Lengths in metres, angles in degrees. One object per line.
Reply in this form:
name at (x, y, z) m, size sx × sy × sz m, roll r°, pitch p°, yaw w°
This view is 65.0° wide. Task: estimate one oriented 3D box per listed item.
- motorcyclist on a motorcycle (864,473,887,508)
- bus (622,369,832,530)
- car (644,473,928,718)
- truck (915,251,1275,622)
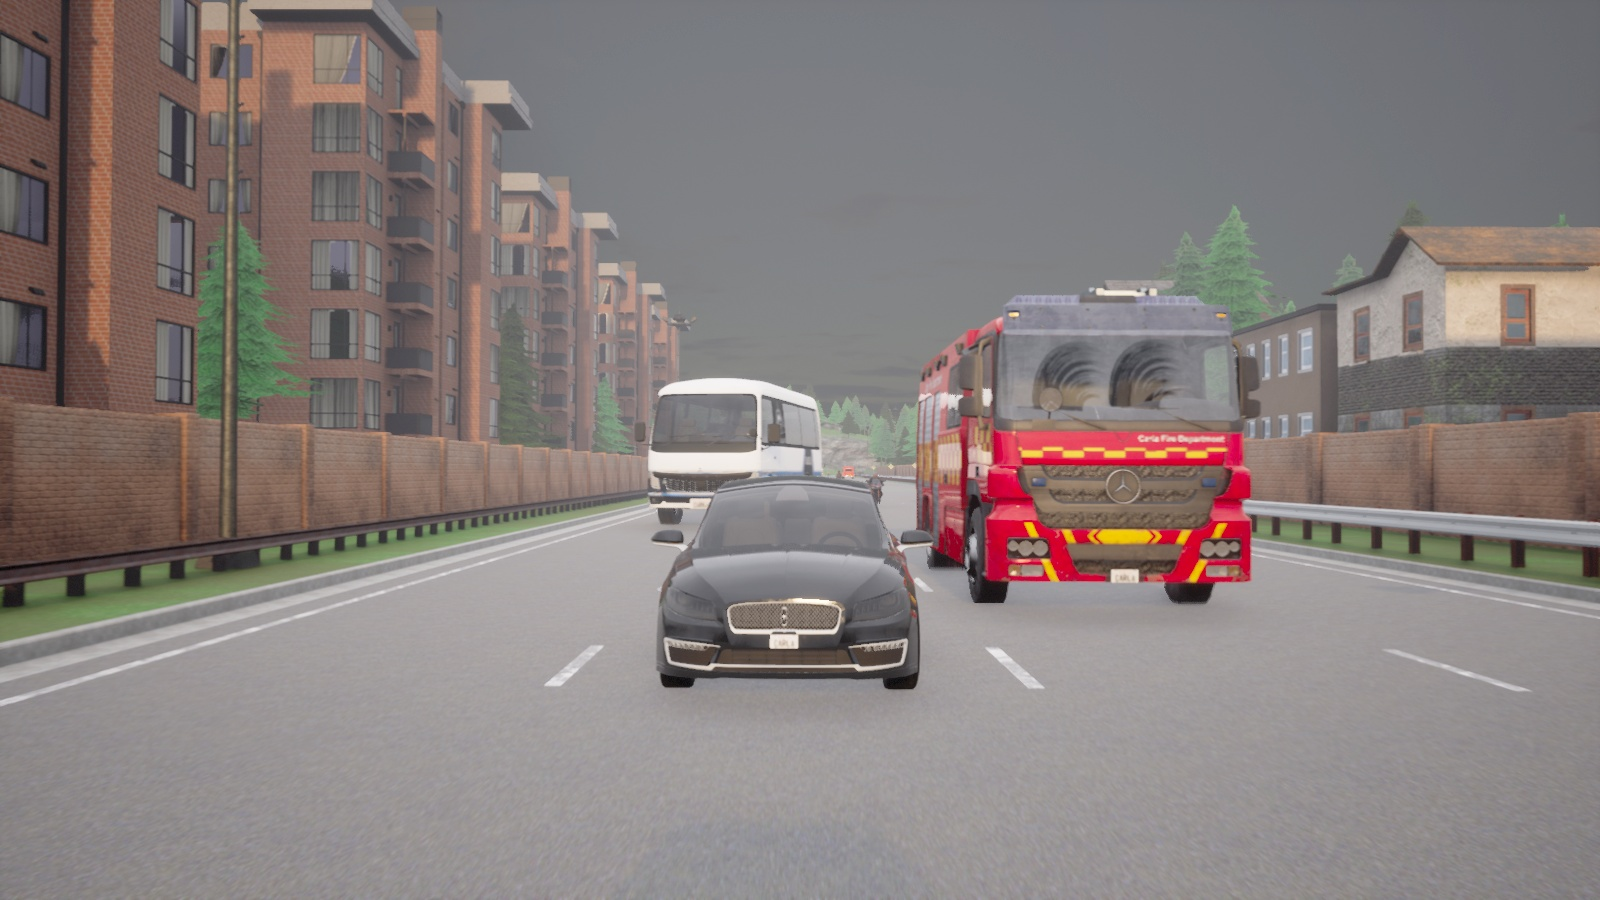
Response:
motorcyclist on a motorcycle at (3.319, 1.758, 55.065) m, size 0.866 × 1.530 × 2.191 m, roll 0°, pitch -1°, yaw 0°
bus at (-1.864, 0.090, 38.520) m, size 3.944 × 4.253 × 10.273 m, roll -1°, pitch -1°, yaw 11°
car at (-0.037, 0.994, 10.595) m, size 1.837 × 1.490 × 4.892 m, roll 0°, pitch 0°, yaw 1°
truck at (3.438, -0.076, 17.217) m, size 2.891 × 3.827 × 8.468 m, roll 0°, pitch -1°, yaw 0°
